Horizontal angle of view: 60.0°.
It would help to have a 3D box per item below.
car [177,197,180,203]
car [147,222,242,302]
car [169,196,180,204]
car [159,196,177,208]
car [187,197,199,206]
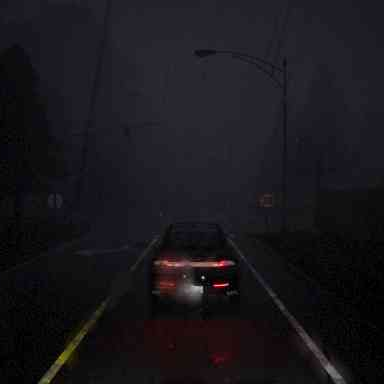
[{"bbox_3d":[-3.520,1.478,56.110,1.882,1.535,5.008,0,0,0],"label":"car"},{"bbox_3d":[0.064,1.492,8.222,2.128,1.511,4.902,0,0,1],"label":"car"},{"bbox_3d":[-3.452,1.564,66.081,1.994,1.385,4.181,0,0,1],"label":"car"},{"bbox_3d":[-3.530,1.526,46.821,1.812,1.442,4.674,0,0,0],"label":"car"},{"bbox_3d":[0.154,1.564,54.190,1.994,1.385,4.181,0,0,0],"label":"car"}]
